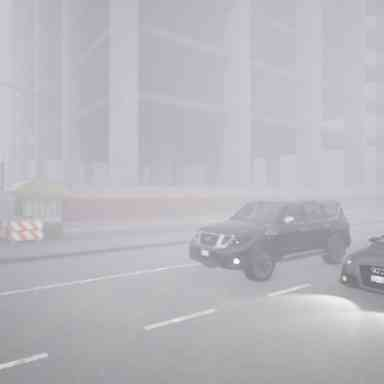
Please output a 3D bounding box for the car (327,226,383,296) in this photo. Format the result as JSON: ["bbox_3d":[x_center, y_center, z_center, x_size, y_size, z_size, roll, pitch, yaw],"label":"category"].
[{"bbox_3d":[5.330,1.560,7.780,4.181,1.385,1.994,0,0,-36],"label":"car"}]

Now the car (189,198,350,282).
[{"bbox_3d":[2.591,1.219,10.128,5.566,2.045,2.150,0,0,-35],"label":"car"}]

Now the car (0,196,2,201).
[{"bbox_3d":[-29.975,1.108,48.829,3.866,1.878,1.905,0,0,-36],"label":"car"}]
